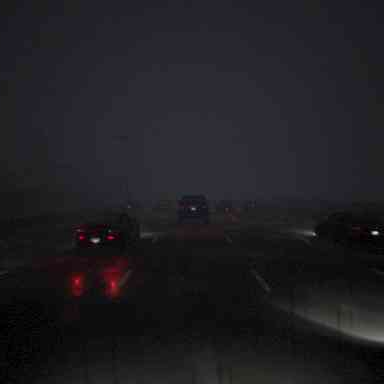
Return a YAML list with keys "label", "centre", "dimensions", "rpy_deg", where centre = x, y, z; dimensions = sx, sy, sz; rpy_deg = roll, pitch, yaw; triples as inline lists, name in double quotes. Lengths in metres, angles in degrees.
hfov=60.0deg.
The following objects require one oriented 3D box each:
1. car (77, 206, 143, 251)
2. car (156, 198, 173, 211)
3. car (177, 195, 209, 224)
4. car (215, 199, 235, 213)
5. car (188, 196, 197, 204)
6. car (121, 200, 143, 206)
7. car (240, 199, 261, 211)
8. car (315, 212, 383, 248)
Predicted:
- label: "car"
  centre: [-3.402, 1.524, 14.051]
  dimensions: [1.812, 1.442, 4.674]
  rpy_deg: [0, 0, 0]
- label: "car"
  centre: [-3.406, 1.486, 41.194]
  dimensions: [2.128, 1.511, 4.902]
  rpy_deg: [0, 0, 0]
- label: "car"
  centre: [0.095, 1.217, 24.590]
  dimensions: [2.150, 2.045, 5.566]
  rpy_deg: [0, 0, 0]
- label: "car"
  centre: [3.595, 1.520, 36.465]
  dimensions: [1.812, 1.442, 4.674]
  rpy_deg: [0, 0, 0]
- label: "car"
  centre: [0.091, 1.517, 65.126]
  dimensions: [1.812, 1.442, 4.674]
  rpy_deg: [0, 0, 0]
- label: "car"
  centre: [-6.907, 1.559, 38.389]
  dimensions: [1.994, 1.385, 4.181]
  rpy_deg: [0, 0, 0]
- label: "car"
  centre: [7.093, 1.558, 40.687]
  dimensions: [1.994, 1.385, 4.181]
  rpy_deg: [0, 0, 0]
- label: "car"
  centre: [7.097, 1.562, 14.889]
  dimensions: [1.994, 1.385, 4.181]
  rpy_deg: [0, 0, 0]
